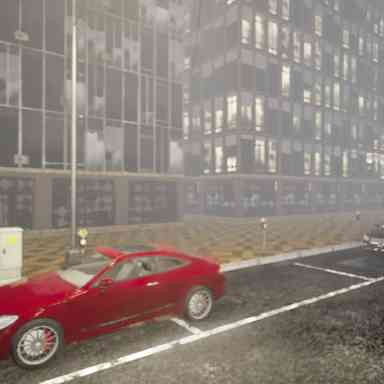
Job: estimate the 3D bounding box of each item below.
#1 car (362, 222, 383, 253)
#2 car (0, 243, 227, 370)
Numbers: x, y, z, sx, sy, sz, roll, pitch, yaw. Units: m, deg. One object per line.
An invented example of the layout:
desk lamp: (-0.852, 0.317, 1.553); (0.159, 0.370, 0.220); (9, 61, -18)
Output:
car: (8.004, 1.531, 12.266); (4.403, 1.369, 2.008); (0, 0, -36)
car: (-1.265, 1.579, 5.653); (4.206, 1.307, 1.802); (0, 0, -36)
